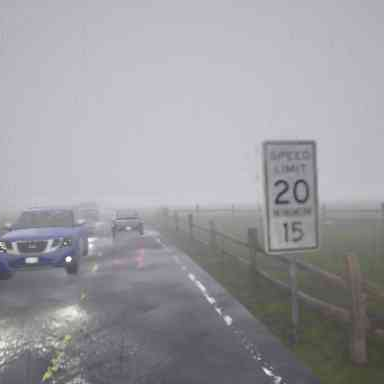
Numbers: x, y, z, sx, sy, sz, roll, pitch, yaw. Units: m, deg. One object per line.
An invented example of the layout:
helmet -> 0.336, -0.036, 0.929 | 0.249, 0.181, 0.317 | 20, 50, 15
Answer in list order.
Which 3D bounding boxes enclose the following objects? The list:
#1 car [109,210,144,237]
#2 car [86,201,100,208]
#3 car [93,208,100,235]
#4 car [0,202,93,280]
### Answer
car -> -4.185, 1.878, 21.150 | 2.128, 1.511, 4.902 | -2, -1, -14
car -> -11.220, 2.038, 36.088 | 2.150, 2.045, 5.566 | -2, -1, -17
car -> -7.444, 2.076, 22.388 | 2.033, 1.411, 5.357 | -2, -1, -14
car -> -4.931, 1.538, 11.678 | 2.150, 2.045, 5.566 | -2, -1, -12
